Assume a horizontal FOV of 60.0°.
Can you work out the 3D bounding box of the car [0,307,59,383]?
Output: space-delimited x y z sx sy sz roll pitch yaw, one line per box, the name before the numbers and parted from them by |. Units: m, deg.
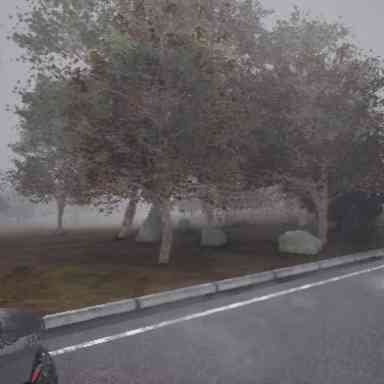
car | -3.290 1.499 1.642 4.892 1.490 1.837 0 0 -35
